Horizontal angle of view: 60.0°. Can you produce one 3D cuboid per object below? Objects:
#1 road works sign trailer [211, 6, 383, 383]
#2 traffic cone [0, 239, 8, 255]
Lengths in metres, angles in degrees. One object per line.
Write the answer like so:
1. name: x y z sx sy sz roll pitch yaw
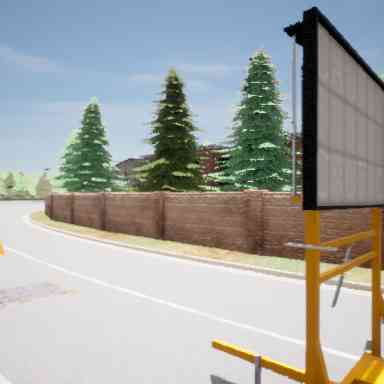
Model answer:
1. road works sign trailer: 1.347 0.546 3.166 2.880 3.560 2.380 0 -1 42
2. traffic cone: -7.388 2.139 12.895 0.340 0.580 0.340 0 -1 42
